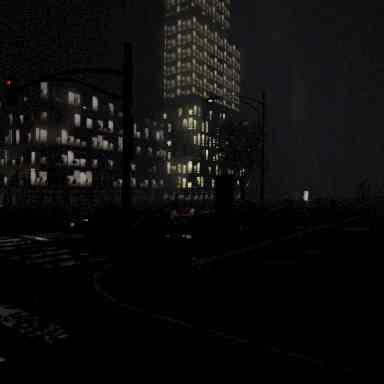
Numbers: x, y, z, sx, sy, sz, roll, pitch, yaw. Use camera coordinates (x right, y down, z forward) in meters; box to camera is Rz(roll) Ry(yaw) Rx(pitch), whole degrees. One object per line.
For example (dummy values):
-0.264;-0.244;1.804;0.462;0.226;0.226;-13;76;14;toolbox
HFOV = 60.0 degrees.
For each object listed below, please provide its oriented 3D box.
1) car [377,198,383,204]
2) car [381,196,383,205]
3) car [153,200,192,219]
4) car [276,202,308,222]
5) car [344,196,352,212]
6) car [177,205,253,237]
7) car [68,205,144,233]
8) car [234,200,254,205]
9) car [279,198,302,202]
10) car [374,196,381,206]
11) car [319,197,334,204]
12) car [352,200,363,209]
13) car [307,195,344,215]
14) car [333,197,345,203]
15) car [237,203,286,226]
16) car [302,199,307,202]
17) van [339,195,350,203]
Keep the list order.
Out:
44.826;2.047;78.012;2.008;1.369;4.403;1;0;36;car
41.530;1.784;73.548;2.192;1.841;5.009;1;0;36;car
-1.608;1.481;29.500;1.967;1.590;4.097;1;0;36;car
7.964;1.779;27.922;1.802;1.307;4.206;1;0;36;car
18.474;1.720;42.271;1.967;1.590;4.097;1;0;36;car
1.449;1.696;19.106;2.008;1.369;4.403;1;0;36;car
-5.098;1.530;20.201;2.128;1.511;4.902;1;0;37;car
5.150;1.612;34.053;2.128;1.511;4.902;1;0;37;car
12.492;1.683;43.926;1.837;1.490;4.892;1;0;37;car
35.029;1.940;64.756;1.752;1.417;4.829;1;0;36;car
28.188;1.849;69.599;1.947;1.339;4.313;1;0;36;car
25.031;1.773;51.228;1.967;1.590;4.097;1;0;36;car
15.203;1.569;37.787;2.192;1.841;5.009;1;0;36;car
34.686;1.862;78.391;1.752;1.417;4.829;1;0;36;car
4.707;1.737;23.515;1.947;1.339;4.313;1;0;36;car
18.189;1.727;56.071;1.752;1.417;4.829;1;0;36;car
38.088;1.706;82.991;1.690;1.788;3.998;1;0;36;van
